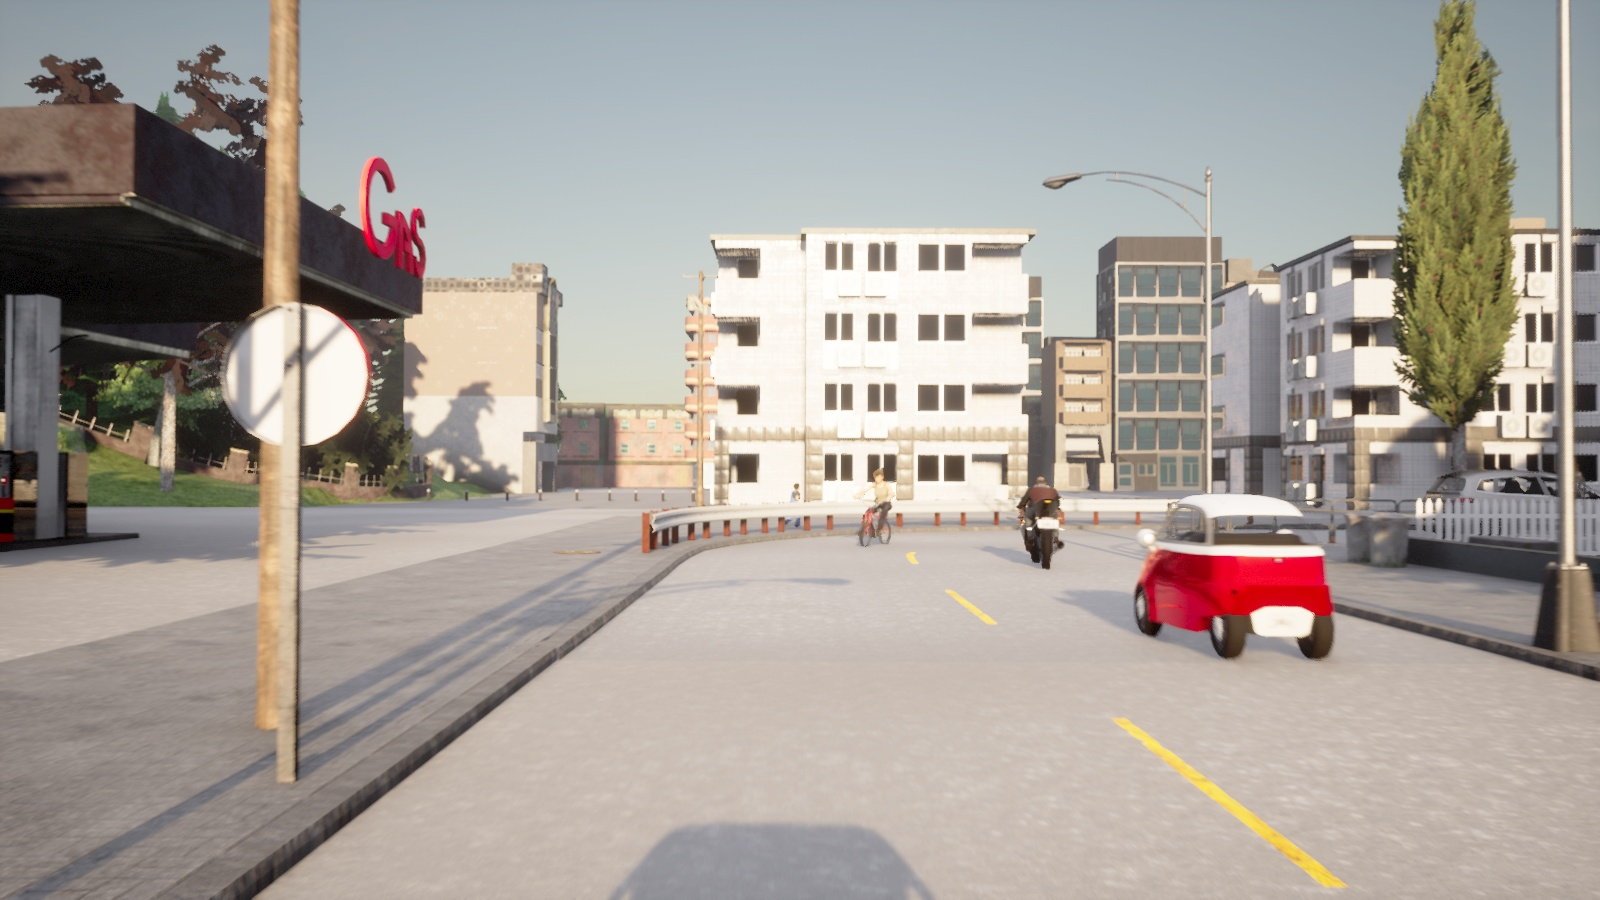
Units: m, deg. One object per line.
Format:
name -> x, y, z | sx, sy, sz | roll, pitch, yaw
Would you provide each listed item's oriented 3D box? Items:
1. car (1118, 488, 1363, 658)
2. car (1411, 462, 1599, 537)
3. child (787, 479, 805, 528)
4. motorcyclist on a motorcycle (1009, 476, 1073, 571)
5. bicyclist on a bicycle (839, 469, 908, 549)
car -> 3.972, 1.064, 11.627 | 1.481, 1.376, 2.207 | 0, -1, 0
car -> 17.043, 1.115, 29.165 | 4.611, 1.667, 2.242 | 0, -1, -1
child -> -0.105, 1.399, 33.062 | 0.270, 1.263, 0.437 | -1, -1, 41
motorcyclist on a motorcycle -> 4.117, 1.223, 21.583 | 0.866, 1.530, 2.191 | 0, -1, 6
bicyclist on a bicycle -> 1.556, 1.224, 26.491 | 0.866, 1.612, 1.509 | 1, 0, 28
